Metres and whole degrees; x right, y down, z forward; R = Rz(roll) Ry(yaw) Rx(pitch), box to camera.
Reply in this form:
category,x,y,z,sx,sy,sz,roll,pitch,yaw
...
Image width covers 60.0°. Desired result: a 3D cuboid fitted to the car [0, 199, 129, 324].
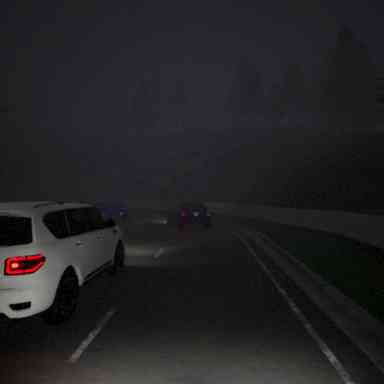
category,x,y,z,sx,sy,sz,roll,pitch,yaw
car,-3.100,1.211,7.317,2.150,2.045,5.566,0,0,3

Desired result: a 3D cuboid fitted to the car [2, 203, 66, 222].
category,x,y,z,sx,sy,sz,roll,pitch,yaw
car,-12.442,1.551,26.204,4.718,1.301,1.895,0,0,23

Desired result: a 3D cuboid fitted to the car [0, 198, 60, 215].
category,x,y,z,sx,sy,sz,roll,pitch,yaw
car,-16.166,1.427,33.363,4.902,1.511,2.128,0,0,1

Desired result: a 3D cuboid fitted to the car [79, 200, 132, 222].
category,x,y,z,sx,sy,sz,roll,pitch,yaw
car,-7.070,1.469,26.824,1.882,1.535,5.008,2,-1,-44

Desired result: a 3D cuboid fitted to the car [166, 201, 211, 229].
category,x,y,z,sx,sy,sz,roll,pitch,yaw
car,-0.323,1.384,22.160,2.097,1.767,4.553,0,0,-15
